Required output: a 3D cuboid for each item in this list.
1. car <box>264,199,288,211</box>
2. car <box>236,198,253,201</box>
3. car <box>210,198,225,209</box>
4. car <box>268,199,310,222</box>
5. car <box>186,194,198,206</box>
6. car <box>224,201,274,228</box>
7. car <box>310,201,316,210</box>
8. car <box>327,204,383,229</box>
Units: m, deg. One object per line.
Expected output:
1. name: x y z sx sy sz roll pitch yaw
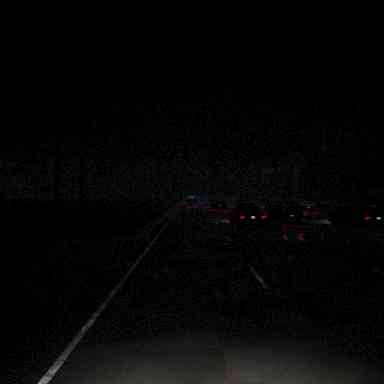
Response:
1. car: 10.596 1.583 42.468 1.895 1.301 4.718 0 0 0
2. car: 7.095 1.473 44.548 2.128 1.511 4.902 0 0 0
3. car: 3.595 1.508 45.348 1.812 1.442 4.674 0 0 0
4. car: 7.097 1.481 25.957 2.128 1.511 4.902 0 0 0
5. car: -0.006 1.469 55.986 2.128 1.511 4.902 0 0 0
6. car: 3.597 1.539 22.068 2.033 1.411 5.357 0 0 0
7. car: 14.096 1.582 42.470 1.895 1.301 4.718 0 0 0
8. car: 10.598 1.539 21.390 2.033 1.411 5.357 0 0 0
